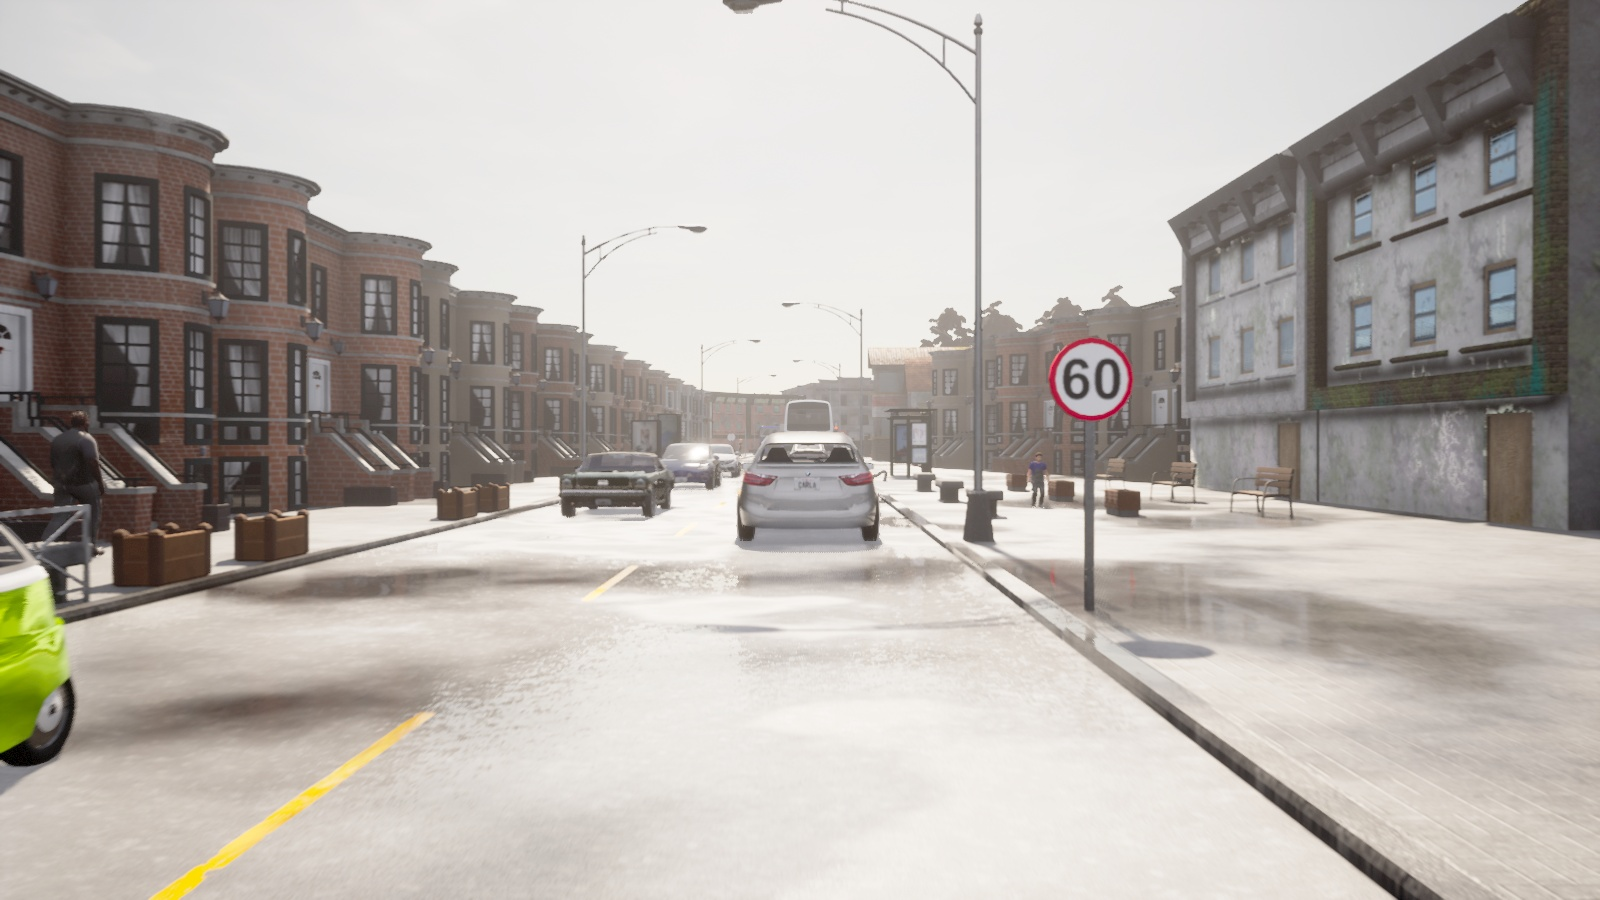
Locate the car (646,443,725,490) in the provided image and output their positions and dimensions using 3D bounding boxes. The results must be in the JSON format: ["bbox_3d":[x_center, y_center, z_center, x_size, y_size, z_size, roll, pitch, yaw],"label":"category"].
[{"bbox_3d":[-3.727,0.507,41.842,2.163,1.488,4.792,0,0,0],"label":"car"}]

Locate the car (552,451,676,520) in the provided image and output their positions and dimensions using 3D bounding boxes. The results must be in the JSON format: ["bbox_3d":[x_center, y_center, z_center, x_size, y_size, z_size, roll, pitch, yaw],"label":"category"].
[{"bbox_3d":[-3.835,0.694,26.614,1.895,1.301,4.718,0,0,0],"label":"car"}]

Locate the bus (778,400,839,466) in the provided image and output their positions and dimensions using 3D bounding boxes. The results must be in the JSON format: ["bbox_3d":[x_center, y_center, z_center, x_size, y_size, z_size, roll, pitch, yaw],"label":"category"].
[{"bbox_3d":[0.592,-1.111,85.494,3.944,4.253,10.273,0,0,0],"label":"bus"}]

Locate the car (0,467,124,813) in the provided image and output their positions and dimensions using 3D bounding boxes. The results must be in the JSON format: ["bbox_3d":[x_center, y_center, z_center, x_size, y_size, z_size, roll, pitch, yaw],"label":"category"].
[{"bbox_3d":[-3.957,0.771,4.860,1.481,1.376,2.207,0,0,0],"label":"car"}]

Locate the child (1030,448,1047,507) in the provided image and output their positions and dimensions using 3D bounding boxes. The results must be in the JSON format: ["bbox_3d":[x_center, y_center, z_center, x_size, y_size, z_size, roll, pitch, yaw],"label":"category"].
[{"bbox_3d":[5.153,0.587,27.109,0.270,1.263,0.437,0,0,-2],"label":"child"}]

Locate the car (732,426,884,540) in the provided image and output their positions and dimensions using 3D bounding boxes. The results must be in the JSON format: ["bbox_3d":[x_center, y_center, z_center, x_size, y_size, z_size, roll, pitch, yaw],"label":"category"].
[{"bbox_3d":[0.132,0.473,20.820,2.242,1.667,4.611,0,0,0],"label":"car"}]

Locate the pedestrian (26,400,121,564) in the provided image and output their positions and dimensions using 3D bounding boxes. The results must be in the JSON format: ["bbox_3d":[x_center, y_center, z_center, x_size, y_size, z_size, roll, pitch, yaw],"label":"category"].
[{"bbox_3d":[-8.585,0.365,14.860,0.563,1.883,0.849,0,0,8],"label":"pedestrian"}]

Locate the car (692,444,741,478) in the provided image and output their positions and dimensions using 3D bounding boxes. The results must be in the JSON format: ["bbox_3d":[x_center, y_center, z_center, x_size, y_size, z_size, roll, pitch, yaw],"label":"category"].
[{"bbox_3d":[-3.630,0.458,55.190,1.812,1.442,4.674,0,0,0],"label":"car"}]
